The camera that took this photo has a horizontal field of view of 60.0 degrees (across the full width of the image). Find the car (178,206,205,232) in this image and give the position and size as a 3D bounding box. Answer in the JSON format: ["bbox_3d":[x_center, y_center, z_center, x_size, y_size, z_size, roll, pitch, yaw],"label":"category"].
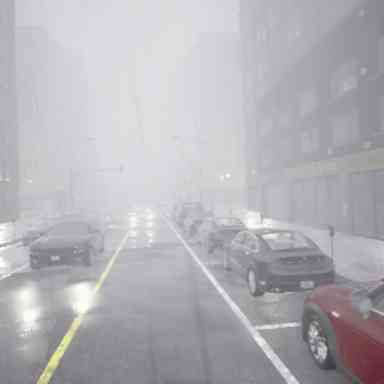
[{"bbox_3d":[0.524,1.781,19.550,1.947,1.339,4.313,-2,-1,-7],"label":"car"}]

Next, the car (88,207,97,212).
[{"bbox_3d":[-9.345,2.122,29.406,1.967,1.590,4.097,-2,-1,-7],"label":"car"}]

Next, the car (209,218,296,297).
[{"bbox_3d":[1.938,1.585,8.596,2.008,1.369,4.403,-2,-1,-7],"label":"car"}]

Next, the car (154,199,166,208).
[{"bbox_3d":[-6.797,2.588,73.992,1.967,1.590,4.097,-2,-1,-9],"label":"car"}]

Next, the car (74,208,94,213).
[{"bbox_3d":[-8.633,2.158,23.925,1.947,1.339,4.313,-2,-1,-7],"label":"car"}]

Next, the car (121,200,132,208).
[{"bbox_3d":[-16.915,3.077,83.901,1.967,1.590,4.097,-2,-1,-9],"label":"car"}]

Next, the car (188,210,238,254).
[{"bbox_3d":[1.230,1.676,14.073,2.008,1.369,4.403,-2,-1,-7],"label":"car"}]

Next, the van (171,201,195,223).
[{"bbox_3d":[-0.899,1.737,30.508,1.690,1.788,3.998,-2,-1,-7],"label":"van"}]

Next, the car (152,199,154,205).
[{"bbox_3d":[-8.485,2.935,85.171,1.802,1.307,4.206,-2,-1,-9],"label":"car"}]

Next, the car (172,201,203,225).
[{"bbox_3d":[-0.192,1.620,25.031,2.192,1.841,5.009,-2,-1,-7],"label":"car"}]

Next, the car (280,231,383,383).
[{"bbox_3d":[2.641,1.385,3.119,1.967,1.590,4.097,-2,-1,-7],"label":"car"}]

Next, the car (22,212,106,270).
[{"bbox_3d":[-4.488,1.788,12.640,1.882,1.535,5.008,-2,-1,-7],"label":"car"}]
